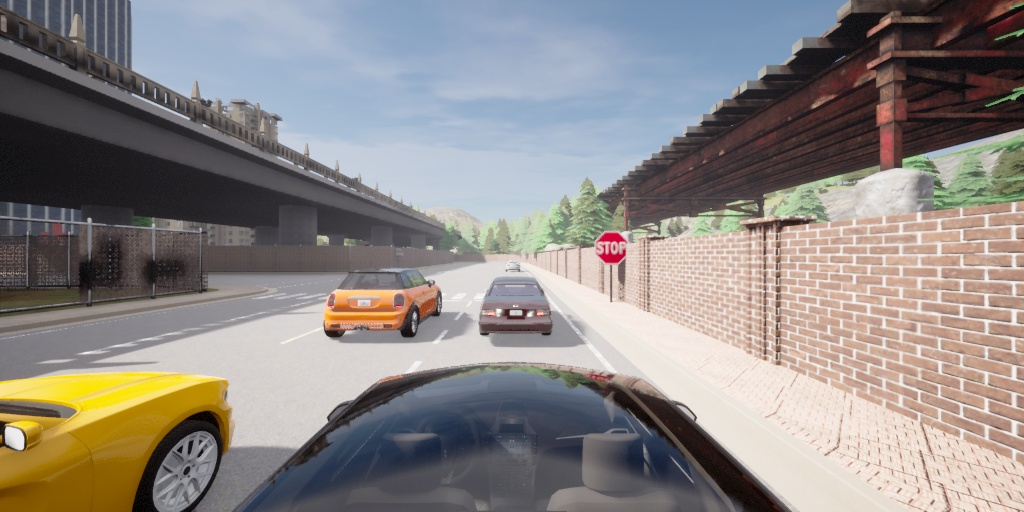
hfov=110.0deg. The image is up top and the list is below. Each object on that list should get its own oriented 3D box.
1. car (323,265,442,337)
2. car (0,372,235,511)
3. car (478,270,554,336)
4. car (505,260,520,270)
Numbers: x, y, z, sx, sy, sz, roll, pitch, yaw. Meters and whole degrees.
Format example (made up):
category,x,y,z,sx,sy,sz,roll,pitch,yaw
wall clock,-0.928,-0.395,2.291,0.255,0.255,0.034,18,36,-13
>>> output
category,x,y,z,sx,sy,sz,roll,pitch,yaw
car,-3.414,1.102,10.393,2.097,1.767,4.553,0,0,0
car,-3.398,1.228,1.136,1.882,1.535,5.008,0,0,0
car,0.088,1.297,10.412,2.033,1.411,5.357,0,0,0
car,0.114,1.276,46.284,1.812,1.442,4.674,0,0,-1
